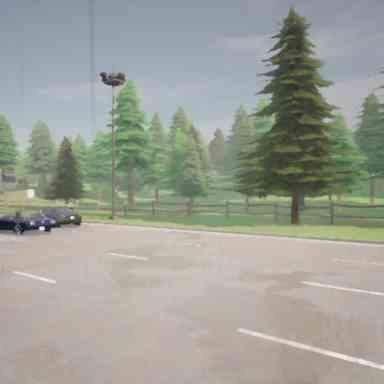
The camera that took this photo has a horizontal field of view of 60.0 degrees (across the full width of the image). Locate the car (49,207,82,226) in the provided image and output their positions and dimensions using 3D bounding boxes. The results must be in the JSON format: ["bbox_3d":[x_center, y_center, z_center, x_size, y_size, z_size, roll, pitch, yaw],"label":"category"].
[{"bbox_3d":[-9.817,1.742,23.894,4.181,1.385,1.994,-1,0,36],"label":"car"}]

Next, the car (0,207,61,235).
[{"bbox_3d":[-10.179,1.762,19.854,4.718,1.301,1.895,-1,0,35],"label":"car"}]
